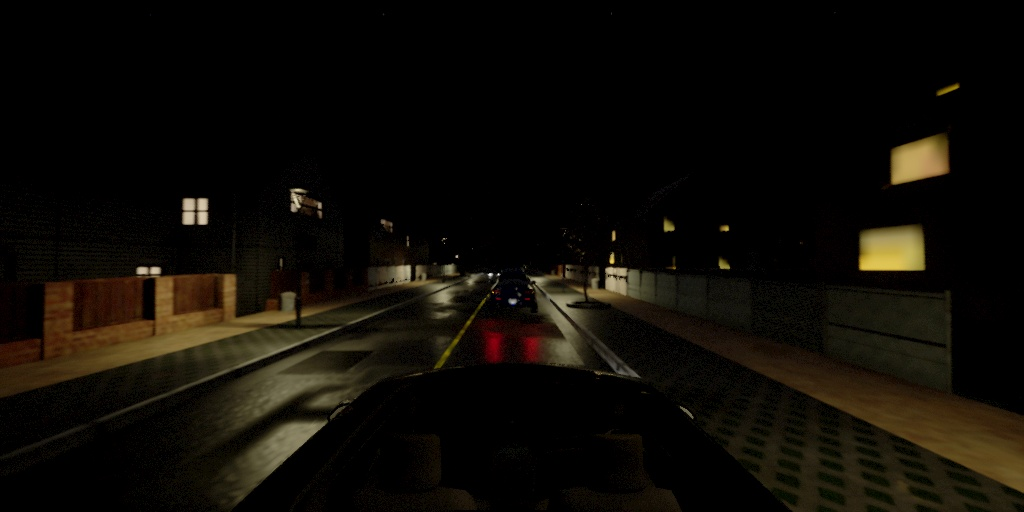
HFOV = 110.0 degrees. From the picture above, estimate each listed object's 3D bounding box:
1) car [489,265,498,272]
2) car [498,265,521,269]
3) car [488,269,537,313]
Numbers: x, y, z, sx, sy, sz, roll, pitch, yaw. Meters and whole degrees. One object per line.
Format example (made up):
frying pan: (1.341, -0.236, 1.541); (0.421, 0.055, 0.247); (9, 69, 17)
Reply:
car: (-2.816, 2.185, 59.501); (1.812, 1.442, 4.674); (0, -1, 0)
car: (0.047, 1.626, 30.426); (1.882, 1.535, 5.008); (0, -1, 0)
car: (0.049, 1.447, 14.915); (1.812, 1.442, 4.674); (0, -1, 0)
